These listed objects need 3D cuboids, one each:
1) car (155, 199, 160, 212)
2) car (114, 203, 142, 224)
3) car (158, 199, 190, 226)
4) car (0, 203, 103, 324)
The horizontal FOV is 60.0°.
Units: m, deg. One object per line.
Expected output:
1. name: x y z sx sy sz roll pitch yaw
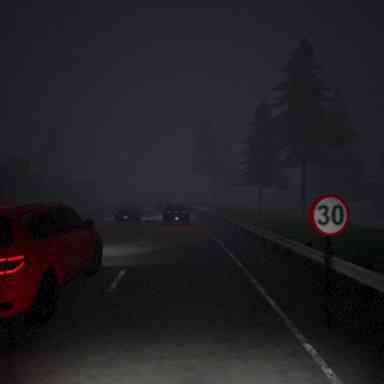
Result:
1. car: -3.507 1.573 41.126 1.882 1.535 5.008 0 0 -9
2. car: -4.873 1.588 25.487 1.812 1.442 4.674 0 0 -6
3. car: -1.235 1.546 24.279 2.128 1.511 4.902 0 0 -5
4. car: -3.579 1.242 7.281 2.150 2.045 5.566 0 0 -2
